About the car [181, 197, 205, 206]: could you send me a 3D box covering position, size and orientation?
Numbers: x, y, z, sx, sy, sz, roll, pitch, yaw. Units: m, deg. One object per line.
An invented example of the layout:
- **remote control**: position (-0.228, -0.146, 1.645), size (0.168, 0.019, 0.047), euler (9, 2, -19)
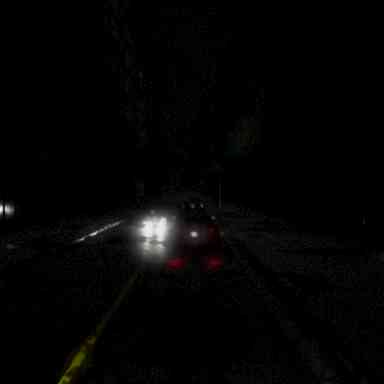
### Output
- **car**: position (0.082, 1.258, 29.759), size (2.097, 1.767, 4.553), euler (0, 0, 0)

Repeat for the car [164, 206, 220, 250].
- **car**: position (0.086, 1.519, 14.086), size (1.994, 1.385, 4.181), euler (0, 0, 0)

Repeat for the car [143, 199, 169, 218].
- **car**: position (-3.103, 1.400, 29.096), size (2.128, 1.511, 4.902), euler (0, 0, 0)
